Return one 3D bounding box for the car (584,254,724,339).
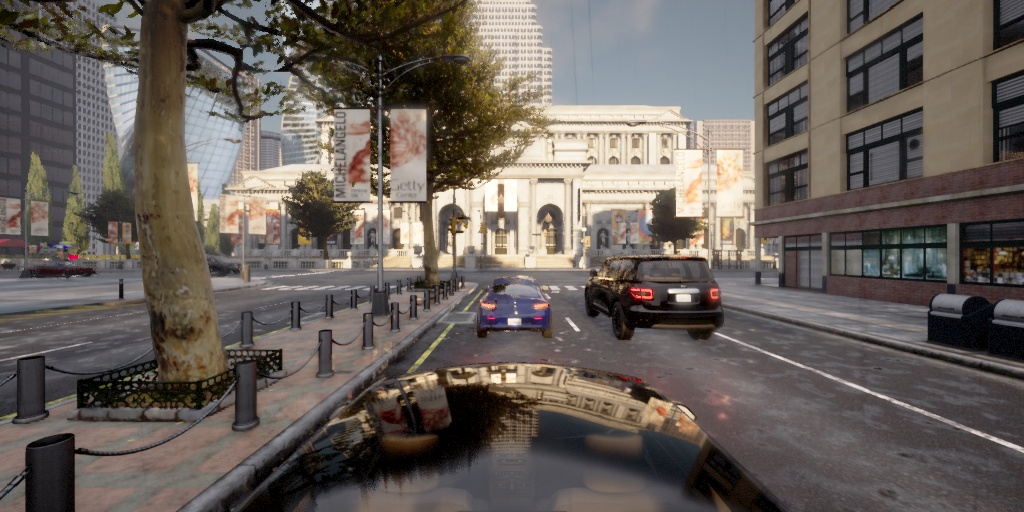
[{"bbox_3d":[3.582,0.971,10.160,2.150,2.045,5.566,0,0,0],"label":"car"}]

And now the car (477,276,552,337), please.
[{"bbox_3d":[0.076,1.276,10.150,1.812,1.442,4.674,0,0,0],"label":"car"}]

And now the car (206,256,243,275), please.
[{"bbox_3d":[-31.260,0.971,37.702,5.566,2.045,2.150,0,0,0],"label":"car"}]

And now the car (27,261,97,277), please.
[{"bbox_3d":[-42.939,1.351,34.233,4.718,1.301,1.895,0,0,0],"label":"car"}]
